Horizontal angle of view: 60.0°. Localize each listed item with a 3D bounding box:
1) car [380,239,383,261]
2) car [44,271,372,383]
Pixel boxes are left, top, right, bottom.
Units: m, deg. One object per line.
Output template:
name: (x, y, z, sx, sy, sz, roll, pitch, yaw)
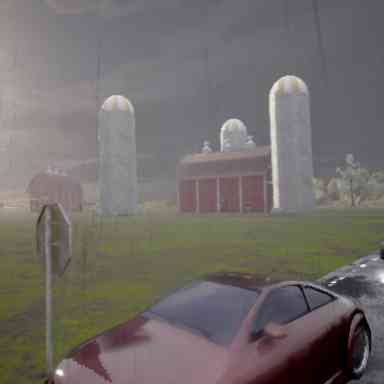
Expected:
car: (8.755, 1.866, 12.883, 1.994, 1.385, 4.181, -4, -3, 42)
car: (0.491, 1.739, 3.999, 4.181, 1.385, 1.994, 1, -3, -43)
